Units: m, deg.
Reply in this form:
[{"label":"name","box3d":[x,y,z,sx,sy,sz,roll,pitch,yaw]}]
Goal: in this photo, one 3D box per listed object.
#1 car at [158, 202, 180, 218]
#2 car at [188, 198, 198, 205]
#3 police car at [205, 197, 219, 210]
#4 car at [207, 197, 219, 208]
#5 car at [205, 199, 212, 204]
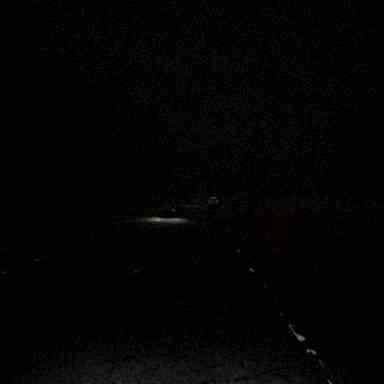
[{"label":"car","box3d":[-2.325,1.818,34.757,1.882,1.535,5.008,2,-1,4]},{"label":"car","box3d":[0.275,2.101,76.561,2.097,1.767,4.553,2,-1,3]},{"label":"police car","box3d":[3.643,2.180,56.919,1.930,1.638,5.238,1,0,3]},{"label":"car","box3d":[4.271,2.075,66.830,2.150,2.045,5.566,3,-1,3]},{"label":"car","box3d":[4.584,2.592,91.095,1.994,1.385,4.181,2,-1,3]}]
